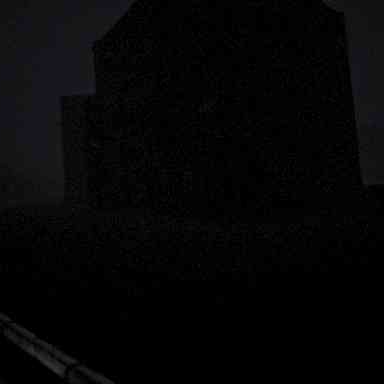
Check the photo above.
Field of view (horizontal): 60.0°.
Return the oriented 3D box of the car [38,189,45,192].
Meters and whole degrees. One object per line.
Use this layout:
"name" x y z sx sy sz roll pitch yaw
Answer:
"car" -32.041 -0.168 69.386 2.128 1.511 4.902 -4 3 -8
